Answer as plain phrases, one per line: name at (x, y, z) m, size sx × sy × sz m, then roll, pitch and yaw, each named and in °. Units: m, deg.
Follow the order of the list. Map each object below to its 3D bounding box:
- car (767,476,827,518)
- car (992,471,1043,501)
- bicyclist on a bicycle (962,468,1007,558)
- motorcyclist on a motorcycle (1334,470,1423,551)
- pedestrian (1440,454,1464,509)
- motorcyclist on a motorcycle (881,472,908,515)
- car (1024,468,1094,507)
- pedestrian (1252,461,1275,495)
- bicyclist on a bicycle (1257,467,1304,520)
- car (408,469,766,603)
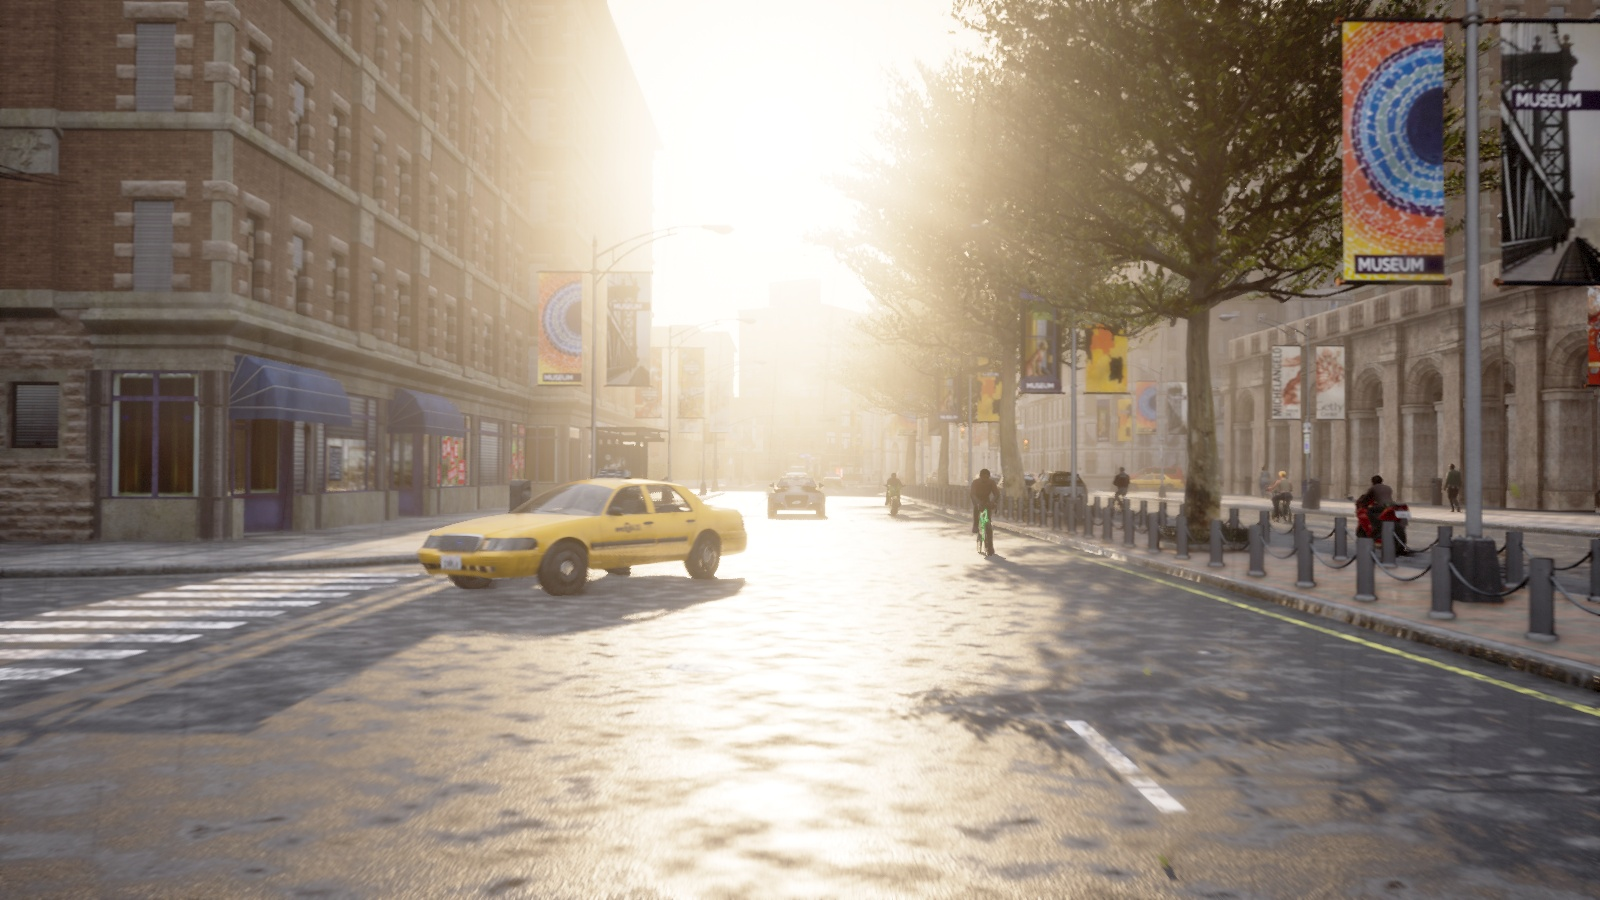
car at (-0.109, 1.621, 44.325) m, size 1.994 × 1.385 × 4.181 m, roll 0°, pitch -1°, yaw 0°
car at (11.338, 1.875, 65.780) m, size 1.837 × 1.490 × 4.892 m, roll 0°, pitch -1°, yaw 0°
bicyclist on a bicycle at (3.442, 1.147, 23.477) m, size 0.582 × 1.620 × 1.656 m, roll 0°, pitch -1°, yaw 0°
motorcyclist on a motorcycle at (11.439, 1.168, 24.909) m, size 0.797 × 1.523 × 2.044 m, roll 0°, pitch -1°, yaw 0°
pedestrian at (23.674, 1.140, 45.610) m, size 0.423 × 1.949 × 0.788 m, roll 0°, pitch -1°, yaw 1°
motorcyclist on a motorcycle at (3.389, 1.541, 45.276) m, size 0.797 × 1.523 × 2.044 m, roll 0°, pitch -1°, yaw 0°
car at (11.359, 1.627, 55.396) m, size 2.033 × 1.649 × 4.856 m, roll 0°, pitch -1°, yaw 0°
pedestrian at (24.864, 1.500, 67.386) m, size 0.874 × 1.855 × 0.900 m, roll 0°, pitch -1°, yaw 0°
bicyclist on a bicycle at (14.899, 1.344, 38.995) m, size 0.866 × 1.612 × 1.509 m, roll 0°, pitch -1°, yaw 0°
car at (-2.713, 1.058, 17.502) m, size 1.801 × 1.575 × 5.366 m, roll -1°, pitch -1°, yaw 32°
